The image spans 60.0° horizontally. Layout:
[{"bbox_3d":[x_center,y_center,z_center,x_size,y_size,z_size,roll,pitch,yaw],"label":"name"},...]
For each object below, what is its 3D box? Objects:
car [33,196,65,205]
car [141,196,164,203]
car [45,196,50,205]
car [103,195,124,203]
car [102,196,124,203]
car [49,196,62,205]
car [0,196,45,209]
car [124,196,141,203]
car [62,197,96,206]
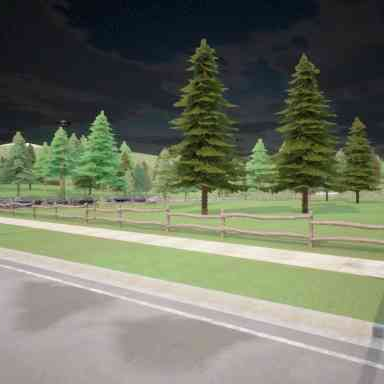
[{"bbox_3d":[-25.685,1.490,59.996,2.128,1.511,4.902,0,0,36],"label":"car"},{"bbox_3d":[-7.529,1.526,67.483,1.812,1.442,4.674,0,0,36],"label":"car"},{"bbox_3d":[-23.218,1.564,57.449,1.994,1.385,4.181,0,0,35],"label":"car"},{"bbox_3d":[-15.488,1.473,68.299,1.882,1.535,5.008,0,0,35],"label":"car"},{"bbox_3d":[-17.092,1.513,72.103,1.812,1.442,4.674,0,0,35],"label":"car"},{"bbox_3d":[-20.363,1.547,55.441,2.033,1.411,5.357,0,0,35],"label":"car"},{"bbox_3d":[-23.162,1.352,45.383,2.097,1.767,4.553,0,0,35],"label":"car"},{"bbox_3d":[-10.835,1.547,68.831,2.033,1.411,5.357,0,0,35],"label":"car"},{"bbox_3d":[-17.699,1.506,53.146,1.837,1.490,4.892,0,0,35],"label":"car"}]
